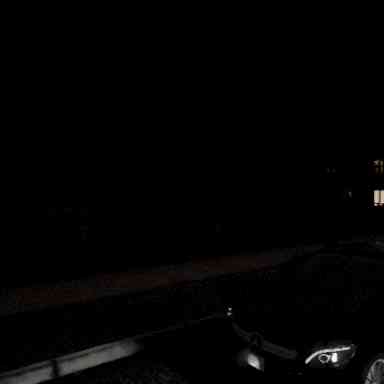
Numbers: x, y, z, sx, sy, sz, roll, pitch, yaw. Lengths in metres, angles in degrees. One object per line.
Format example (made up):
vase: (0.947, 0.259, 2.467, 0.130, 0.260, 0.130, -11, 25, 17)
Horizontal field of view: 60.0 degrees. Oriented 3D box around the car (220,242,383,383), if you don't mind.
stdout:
car: (2.554, 1.528, 4.874, 4.674, 1.442, 1.812, 0, 0, -35)
